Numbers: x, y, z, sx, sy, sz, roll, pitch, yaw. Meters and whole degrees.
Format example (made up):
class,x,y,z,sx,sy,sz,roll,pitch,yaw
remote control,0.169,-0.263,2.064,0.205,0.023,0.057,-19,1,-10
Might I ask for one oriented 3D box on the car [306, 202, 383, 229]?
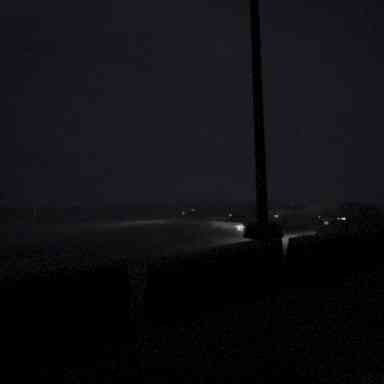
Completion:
class,x,y,z,sx,sy,sz,roll,pitch,yaw
car,9.012,1.334,18.709,4.902,1.511,2.128,0,0,-35

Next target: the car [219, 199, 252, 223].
class,x,y,z,sx,sy,sz,roll,pitch,yaw
car,4.616,1.329,24.181,4.892,1.490,1.837,0,0,-35

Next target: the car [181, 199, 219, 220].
class,x,y,z,sx,sy,sz,roll,pitch,yaw
car,1.372,1.316,26.195,4.902,1.511,2.128,0,0,-35

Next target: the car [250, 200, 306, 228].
class,x,y,z,sx,sy,sz,roll,pitch,yaw
car,6.129,1.364,20.974,4.674,1.442,1.812,0,0,-35
